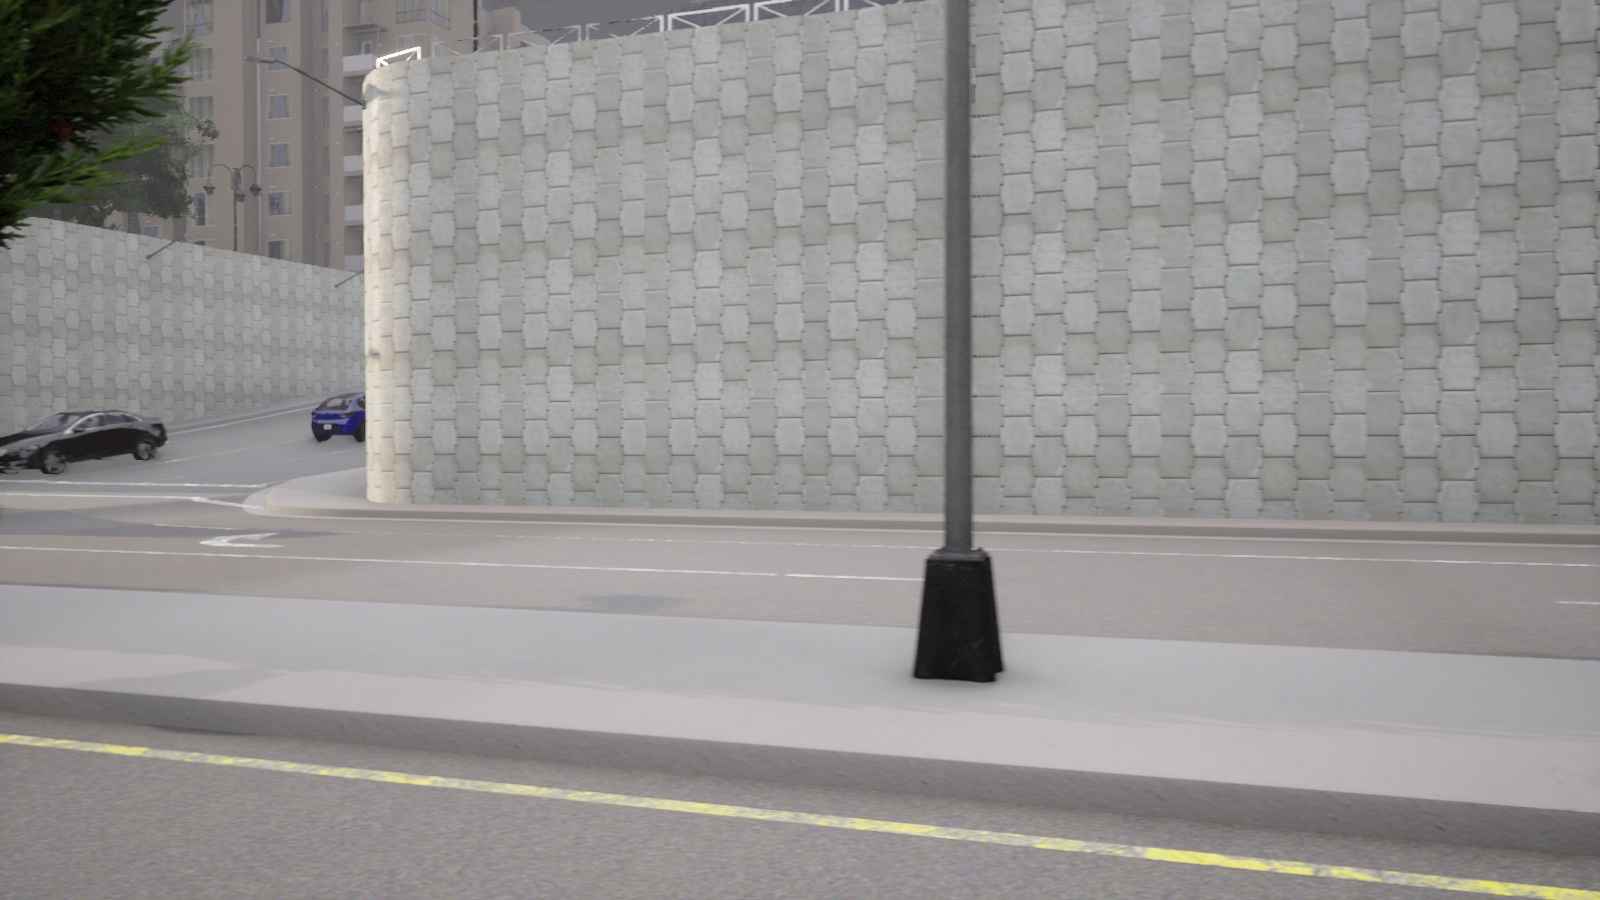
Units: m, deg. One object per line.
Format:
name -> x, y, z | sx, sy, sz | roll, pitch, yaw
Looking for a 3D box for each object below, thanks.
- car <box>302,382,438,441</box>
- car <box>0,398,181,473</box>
car -> -13.650, -1.272, 40.151 | 1.816, 1.474, 4.193 | 1, 7, 20
car -> -19.595, -0.460, 33.966 | 2.128, 1.511, 4.902 | 1, 7, 20
